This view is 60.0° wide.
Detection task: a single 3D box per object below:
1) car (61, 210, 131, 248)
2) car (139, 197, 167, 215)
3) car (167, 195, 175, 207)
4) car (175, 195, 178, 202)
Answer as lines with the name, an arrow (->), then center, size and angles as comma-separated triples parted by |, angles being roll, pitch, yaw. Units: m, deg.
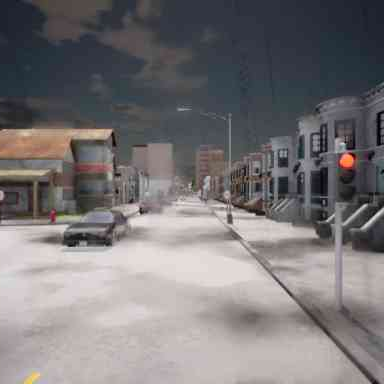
car -> -4.084, 1.545, 15.168 | 2.033, 1.411, 5.357 | 0, 0, 0
car -> -4.054, 1.346, 33.910 | 2.097, 1.767, 4.553 | 0, 0, 0
car -> -4.013, 1.556, 50.402 | 1.994, 1.385, 4.181 | 0, 0, 0
car -> -3.887, 1.422, 66.882 | 1.837, 1.490, 4.892 | 0, 0, 0
